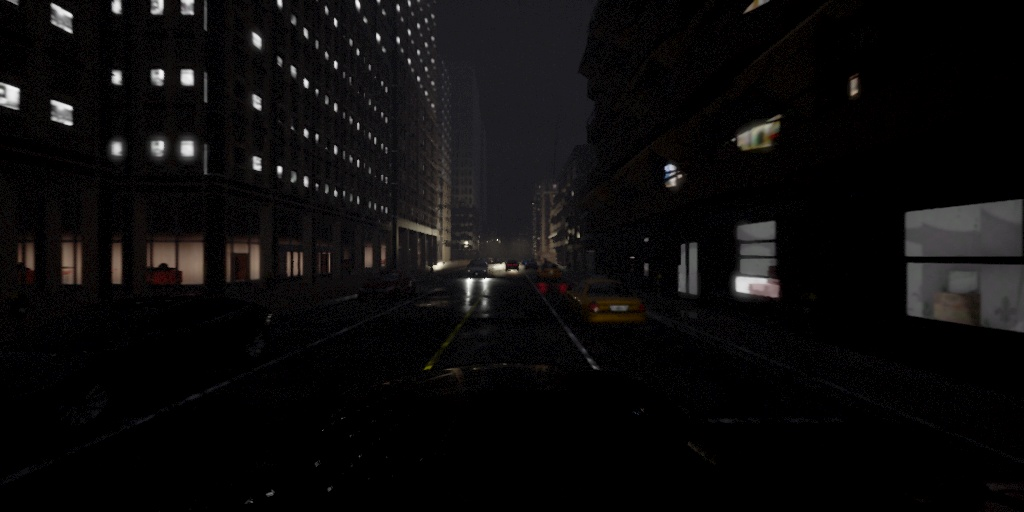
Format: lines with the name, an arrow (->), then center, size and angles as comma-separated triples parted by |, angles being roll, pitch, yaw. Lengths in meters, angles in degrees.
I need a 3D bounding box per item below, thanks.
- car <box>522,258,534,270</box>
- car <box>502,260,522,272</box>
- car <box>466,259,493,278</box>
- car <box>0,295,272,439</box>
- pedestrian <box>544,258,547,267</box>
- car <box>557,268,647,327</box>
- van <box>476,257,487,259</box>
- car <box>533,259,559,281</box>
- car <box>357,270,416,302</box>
car -> 2.703, 1.346, 50.697 | 1.802, 1.307, 4.207 | 0, 0, 0
car -> 0.057, 1.268, 47.755 | 1.837, 1.490, 4.892 | 0, 0, 1
car -> -3.086, 1.280, 33.632 | 1.812, 1.442, 4.674 | 0, 0, 0
car -> -5.689, 1.315, 5.511 | 1.948, 1.339, 4.313 | 0, 0, 0
pedestrian -> 3.008, 1.048, 32.850 | 0.375, 1.860, 0.375 | 0, 0, -2
car -> 2.693, 1.274, 11.327 | 1.751, 1.417, 4.829 | 0, 0, 0
van -> -5.675, 1.113, 61.996 | 1.690, 1.789, 3.998 | 0, 0, 0
car -> 3.007, 1.209, 29.858 | 1.801, 1.575, 5.366 | 0, 0, 0
car -> -5.686, 1.331, 16.808 | 1.802, 1.307, 4.207 | 0, 0, 0
